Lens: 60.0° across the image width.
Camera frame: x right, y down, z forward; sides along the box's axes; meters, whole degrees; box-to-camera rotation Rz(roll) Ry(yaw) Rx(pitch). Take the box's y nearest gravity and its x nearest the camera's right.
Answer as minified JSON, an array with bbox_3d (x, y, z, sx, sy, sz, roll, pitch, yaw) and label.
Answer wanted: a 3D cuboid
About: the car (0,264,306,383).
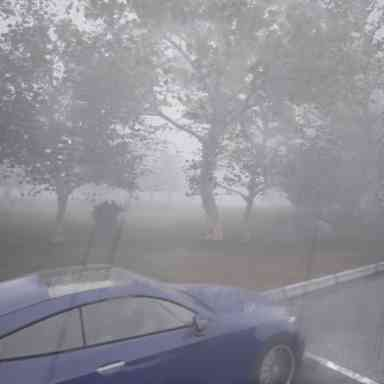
[{"bbox_3d":[-0.871,1.519,3.436,4.674,1.452,2.002,0,0,-33],"label":"car"}]
